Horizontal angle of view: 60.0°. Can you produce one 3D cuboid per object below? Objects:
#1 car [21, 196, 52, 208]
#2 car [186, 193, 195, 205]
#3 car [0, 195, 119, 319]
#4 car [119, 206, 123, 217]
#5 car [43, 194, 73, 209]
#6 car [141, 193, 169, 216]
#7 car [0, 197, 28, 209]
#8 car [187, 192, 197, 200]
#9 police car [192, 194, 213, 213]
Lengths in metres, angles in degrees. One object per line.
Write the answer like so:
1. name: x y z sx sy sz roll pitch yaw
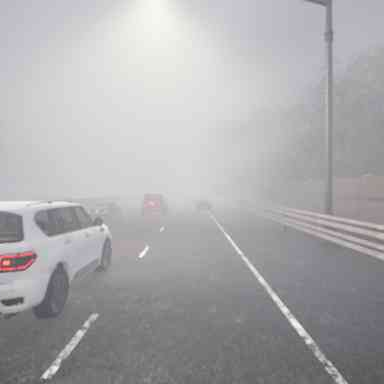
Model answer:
1. car: -21.072 1.363 45.313 1.837 1.490 4.892 0 0 0
2. car: -0.002 1.380 55.441 2.033 1.411 5.357 0 0 0
3. car: -3.406 1.193 7.425 2.150 2.045 5.566 0 0 0
4. car: -6.904 1.448 26.700 2.033 1.411 5.357 0 0 0
5. car: -17.583 1.212 43.760 2.097 1.767 4.553 0 0 0
6. car: -3.407 1.110 31.287 2.150 2.045 5.566 0 0 0
7. car: -24.571 1.404 45.078 2.033 1.411 5.357 0 0 0
8. car: -0.003 0.960 75.268 2.097 1.767 4.553 0 0 0
9. police car: 1.223 1.303 36.037 1.930 1.638 5.238 0 0 0
